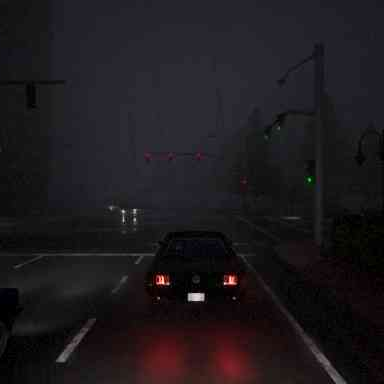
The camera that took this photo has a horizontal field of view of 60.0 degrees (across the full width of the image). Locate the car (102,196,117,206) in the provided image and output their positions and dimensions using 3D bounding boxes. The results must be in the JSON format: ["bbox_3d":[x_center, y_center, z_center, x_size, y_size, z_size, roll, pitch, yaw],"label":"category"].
[{"bbox_3d":[-13.348,1.476,55.284,1.882,1.535,5.008,0,0,-33],"label":"car"}]

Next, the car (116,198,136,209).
[{"bbox_3d":[-8.889,1.524,45.539,1.812,1.442,4.674,0,0,-18],"label":"car"}]

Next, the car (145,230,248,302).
[{"bbox_3d":[0.091,1.601,8.193,1.895,1.301,4.718,0,0,0],"label":"car"}]

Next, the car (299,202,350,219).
[{"bbox_3d":[11.723,1.617,29.563,4.181,1.385,1.994,0,0,1],"label":"car"}]

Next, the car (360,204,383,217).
[{"bbox_3d":[15.763,1.559,26.021,4.892,1.490,1.837,0,0,0],"label":"car"}]

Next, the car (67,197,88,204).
[{"bbox_3d":[-22.472,1.594,65.593,4.718,1.301,1.895,0,0,38],"label":"car"}]

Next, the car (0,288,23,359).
[{"bbox_3d":[-3.429,1.601,2.769,1.895,1.301,4.718,0,0,0],"label":"car"}]
